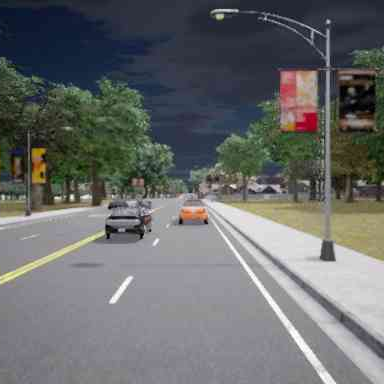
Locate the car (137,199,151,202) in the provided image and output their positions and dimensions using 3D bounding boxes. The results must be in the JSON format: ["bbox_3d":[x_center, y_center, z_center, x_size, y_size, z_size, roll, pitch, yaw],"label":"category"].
[{"bbox_3d":[-6.571,1.640,45.524,1.994,1.385,4.181,0,0,0],"label":"car"}]

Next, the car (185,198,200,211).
[{"bbox_3d":[0.100,1.575,44.010,1.837,1.490,4.892,0,0,0],"label":"car"}]

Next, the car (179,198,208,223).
[{"bbox_3d":[0.104,1.377,25.531,2.097,1.767,4.553,0,0,0],"label":"car"}]

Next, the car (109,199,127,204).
[{"bbox_3d":[-9.828,1.619,44.470,2.033,1.411,5.357,0,0,0],"label":"car"}]

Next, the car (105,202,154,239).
[{"bbox_3d":[-3.147,1.502,17.300,2.128,1.511,4.902,0,0,0],"label":"car"}]
